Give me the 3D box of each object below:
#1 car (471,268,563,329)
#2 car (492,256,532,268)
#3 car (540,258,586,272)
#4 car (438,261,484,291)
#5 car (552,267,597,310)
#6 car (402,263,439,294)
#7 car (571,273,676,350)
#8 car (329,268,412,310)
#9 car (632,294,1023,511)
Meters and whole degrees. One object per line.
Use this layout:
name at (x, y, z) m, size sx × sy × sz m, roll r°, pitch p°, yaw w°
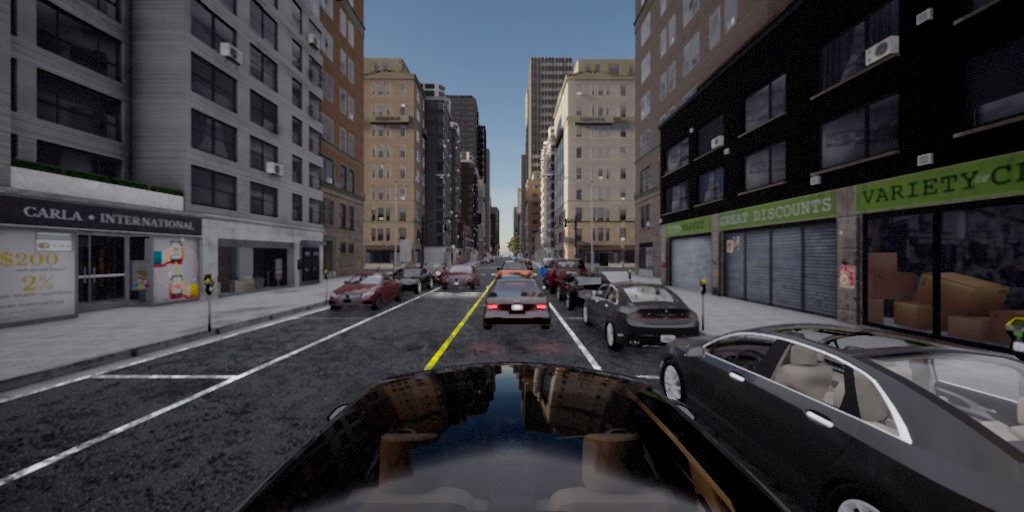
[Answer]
car at (0.130, 1.278, 11.103) m, size 2.033 × 1.411 × 5.357 m, roll 0°, pitch 0°, yaw 0°
car at (0.166, 1.062, 20.859) m, size 2.097 × 1.767 × 4.553 m, roll 0°, pitch 0°, yaw 0°
car at (2.921, 1.027, 19.846) m, size 2.192 × 1.841 × 5.009 m, roll 0°, pitch 0°, yaw 0°
car at (-2.994, 1.235, 21.833) m, size 1.812 × 1.442 × 4.674 m, roll 0°, pitch 0°, yaw 1°
car at (2.901, 1.290, 14.323) m, size 1.948 × 1.339 × 4.313 m, roll 0°, pitch 0°, yaw 0°
car at (-5.605, 1.279, 19.870) m, size 1.948 × 1.339 × 4.313 m, roll 0°, pitch 0°, yaw 0°
car at (2.882, 1.286, 8.799) m, size 2.007 × 1.370 × 4.403 m, roll 0°, pitch 0°, yaw 0°
car at (-5.625, 1.306, 14.345) m, size 1.802 × 1.307 × 4.207 m, roll 0°, pitch 0°, yaw 0°
car at (2.862, 1.297, 3.276) m, size 2.007 × 1.370 × 4.403 m, roll 0°, pitch 0°, yaw 0°
